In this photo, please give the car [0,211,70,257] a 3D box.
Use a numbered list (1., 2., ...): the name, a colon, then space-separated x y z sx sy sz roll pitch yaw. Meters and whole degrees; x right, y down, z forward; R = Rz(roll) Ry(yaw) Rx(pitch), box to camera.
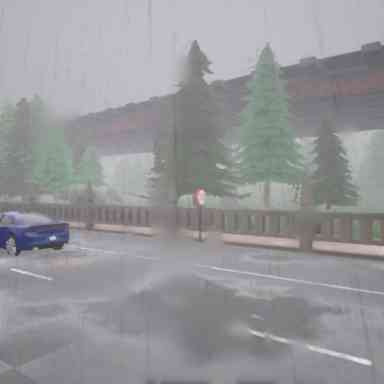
1. car: -6.943 1.503 13.220 5.008 1.535 1.882 0 0 35
